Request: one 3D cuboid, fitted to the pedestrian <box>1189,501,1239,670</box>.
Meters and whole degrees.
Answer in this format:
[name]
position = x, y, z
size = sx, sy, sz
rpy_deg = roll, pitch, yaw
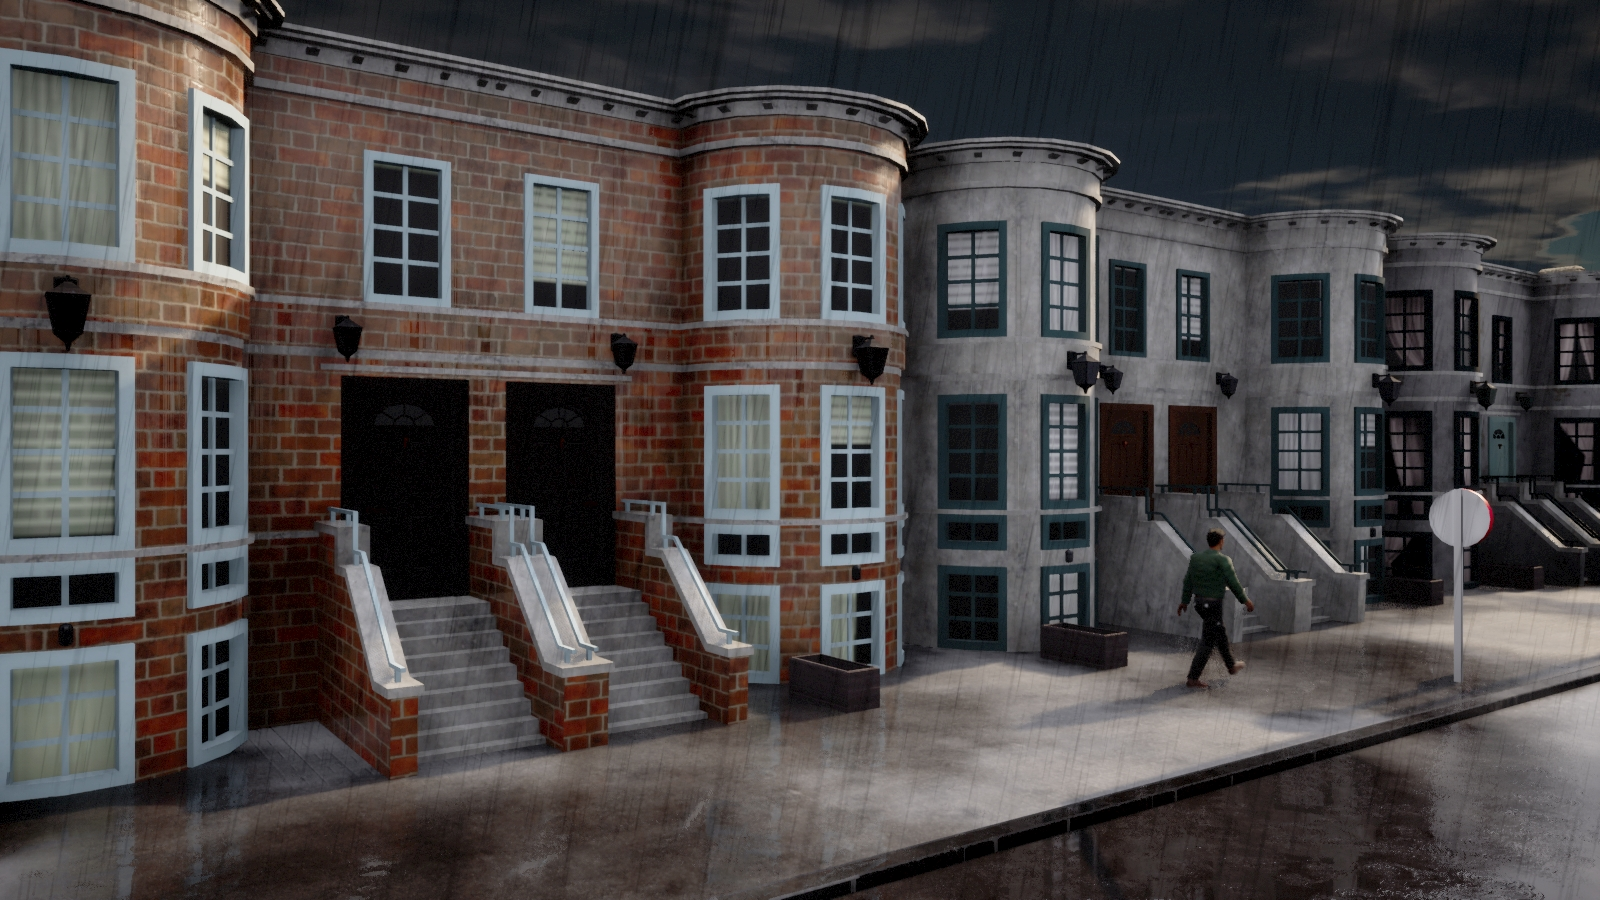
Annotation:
[pedestrian]
position = 4.700, 1.524, 12.977
size = 0.375, 1.860, 0.375
rpy_deg = 0, 0, -27
